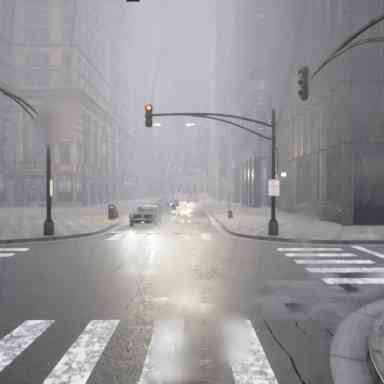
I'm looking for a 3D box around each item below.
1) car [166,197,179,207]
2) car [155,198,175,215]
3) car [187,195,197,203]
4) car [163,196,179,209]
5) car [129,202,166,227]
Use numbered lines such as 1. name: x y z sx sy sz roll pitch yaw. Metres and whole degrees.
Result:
1. car: -3.076 1.531 53.187 1.812 1.442 4.674 0 0 0
2. car: -3.108 1.564 33.144 1.994 1.385 4.181 0 0 0
3. car: 0.068 1.366 69.674 2.097 1.767 4.553 0 0 0
4. car: -3.115 1.354 43.146 2.097 1.767 4.553 0 0 0
5. car: -3.110 1.601 23.201 1.895 1.301 4.718 0 0 0
